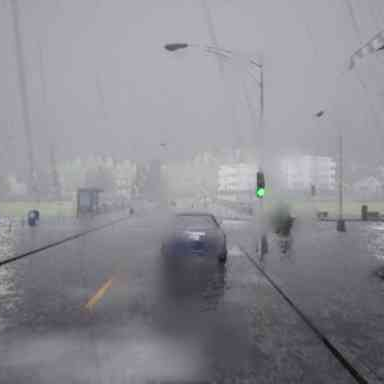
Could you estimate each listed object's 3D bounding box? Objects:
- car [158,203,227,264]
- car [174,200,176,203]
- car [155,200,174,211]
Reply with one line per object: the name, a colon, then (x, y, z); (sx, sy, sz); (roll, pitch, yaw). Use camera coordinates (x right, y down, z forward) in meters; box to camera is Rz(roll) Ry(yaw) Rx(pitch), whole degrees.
car: (0.087, 1.451, 12.447); (2.097, 1.767, 4.553); (0, 0, 0)
car: (-4.018, 2.100, 63.699); (1.895, 1.301, 4.718); (0, 0, 0)
car: (-4.078, 1.878, 47.723); (1.837, 1.490, 4.892); (0, 0, 0)
